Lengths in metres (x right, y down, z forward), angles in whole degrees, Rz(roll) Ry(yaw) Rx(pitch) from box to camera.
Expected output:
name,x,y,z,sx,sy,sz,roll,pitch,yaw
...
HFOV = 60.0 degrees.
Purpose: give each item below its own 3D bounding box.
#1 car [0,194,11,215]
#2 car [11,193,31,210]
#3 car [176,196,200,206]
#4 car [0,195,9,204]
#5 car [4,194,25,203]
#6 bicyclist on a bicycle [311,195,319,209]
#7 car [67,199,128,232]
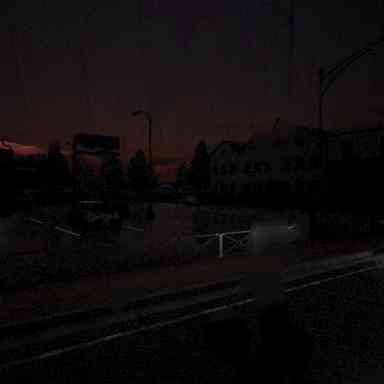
name,x,y,z,sx,sy,sz,roll,pitch,yaw
car,-17.911,1.113,29.853,1.932,1.855,4.605,0,0,-36
car,-19.827,1.092,38.162,1.905,1.878,3.866,0,0,-36
car,-0.643,1.349,50.228,1.812,1.442,4.674,0,0,-36
car,-39.204,1.495,66.106,4.611,1.667,2.242,0,0,-36
car,-38.980,1.328,73.235,3.866,1.878,1.905,0,0,-36
bicyclist on a bicycle,13.668,1.124,36.853,1.656,1.620,0.582,0,0,-36
car,-5.302,1.248,17.903,1.970,1.475,3.806,0,0,-36
